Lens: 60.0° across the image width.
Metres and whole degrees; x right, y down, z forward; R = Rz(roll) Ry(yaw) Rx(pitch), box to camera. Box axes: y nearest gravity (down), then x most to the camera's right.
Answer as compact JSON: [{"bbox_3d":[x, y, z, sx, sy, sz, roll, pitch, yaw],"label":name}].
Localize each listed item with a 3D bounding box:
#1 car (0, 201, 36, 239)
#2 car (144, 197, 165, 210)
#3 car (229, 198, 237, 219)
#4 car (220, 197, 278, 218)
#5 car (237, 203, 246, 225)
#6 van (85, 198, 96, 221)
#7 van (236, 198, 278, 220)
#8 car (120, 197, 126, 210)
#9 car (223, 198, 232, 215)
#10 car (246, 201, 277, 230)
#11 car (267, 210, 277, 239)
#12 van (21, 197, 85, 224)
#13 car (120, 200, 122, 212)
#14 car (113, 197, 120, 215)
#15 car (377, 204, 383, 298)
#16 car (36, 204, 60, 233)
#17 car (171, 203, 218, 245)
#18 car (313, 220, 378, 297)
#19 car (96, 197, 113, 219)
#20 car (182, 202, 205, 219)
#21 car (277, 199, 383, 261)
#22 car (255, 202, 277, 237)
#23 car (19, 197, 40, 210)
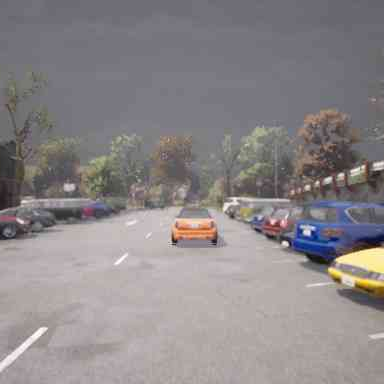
[{"bbox_3d":[-11.012,1.560,17.550,4.553,1.767,2.185,-1,-1,-20],"label":"car"},{"bbox_3d":[-6.065,1.819,53.609,2.150,2.045,5.566,1,-1,-23],"label":"car"},{"bbox_3d":[6.017,1.689,29.071,4.553,1.767,2.185,1,0,-20],"label":"car"},{"bbox_3d":[6.015,1.630,35.130,5.566,2.045,2.435,1,-1,-20],"label":"car"},{"bbox_3d":[5.980,1.749,23.019,4.892,1.521,2.231,1,0,-20],"label":"car"},{"bbox_3d":[-11.075,1.591,29.352,4.442,1.987,1.878,-1,0,-20],"label":"van"},{"bbox_3d":[6.088,1.557,26.089,4.442,1.987,1.878,1,-1,-20],"label":"van"},{"bbox_3d":[-10.970,1.694,41.212,5.566,2.045,2.435,-1,0,-20],"label":"car"},{"bbox_3d":[5.969,1.596,32.070,5.566,2.045,2.435,1,0,-20],"label":"car"},{"bbox_3d":[5.932,1.588,20.001,4.553,1.767,2.185,1,-1,-20],"label":"car"},{"bbox_3d":[5.928,1.675,13.946,4.792,1.488,2.163,1,0,-20],"label":"car"},{"bbox_3d":[-11.081,1.559,26.393,4.442,1.987,1.878,-1,0,-20],"label":"van"},{"bbox_3d":[-10.933,1.943,38.292,4.792,1.488,2.163,-1,-1,-20],"label":"car"},{"bbox_3d":[-10.933,1.629,35.328,5.566,2.045,2.435,-1,-1,-20],"label":"car"},{"bbox_3d":[5.915,1.292,4.885,5.566,2.045,2.435,1,0,-20],"label":"car"},{"bbox_3d":[-10.977,1.719,20.523,4.892,1.521,2.231,0,0,-20],"label":"car"},{"bbox_3d":[0.118,1.543,16.841,2.097,1.767,4.553,0,-1,0],"label":"car"},{"bbox_3d":[5.775,1.572,7.845,5.366,1.575,1.946,1,0,-20],"label":"car"},{"bbox_3d":[-10.939,1.597,32.369,5.566,2.045,2.435,-1,-1,-20],"label":"car"},{"bbox_3d":[0.143,1.872,33.971,2.128,1.511,4.902,0,-1,0],"label":"car"},{"bbox_3d":[5.984,1.361,10.948,5.566,2.045,2.435,1,-1,-20],"label":"car"},{"bbox_3d":[5.935,1.554,16.972,4.553,1.767,2.185,1,-1,-20],"label":"car"},{"bbox_3d":[-26.606,1.841,54.604,2.435,2.045,5.566,0,0,-19],"label":"car"}]
